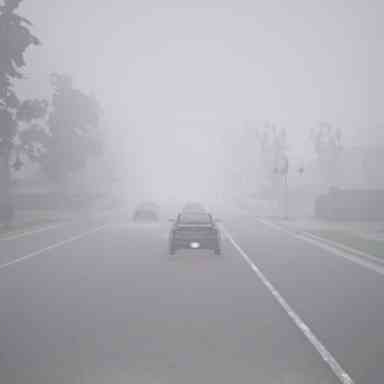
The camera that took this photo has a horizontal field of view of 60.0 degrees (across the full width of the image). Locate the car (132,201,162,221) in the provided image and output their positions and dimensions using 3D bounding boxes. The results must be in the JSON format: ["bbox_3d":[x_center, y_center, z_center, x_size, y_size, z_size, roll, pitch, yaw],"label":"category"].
[{"bbox_3d":[-3.585,1.467,27.087,1.882,1.535,5.008,0,0,0],"label":"car"}]

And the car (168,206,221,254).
[{"bbox_3d":[0.104,1.507,13.445,1.837,1.490,4.892,0,0,0],"label":"car"}]

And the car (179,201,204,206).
[{"bbox_3d":[0.111,1.548,29.339,1.994,1.385,4.181,0,0,0],"label":"car"}]

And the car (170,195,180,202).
[{"bbox_3d":[-3.473,1.273,67.409,1.882,1.535,5.008,0,1,0],"label":"car"}]
